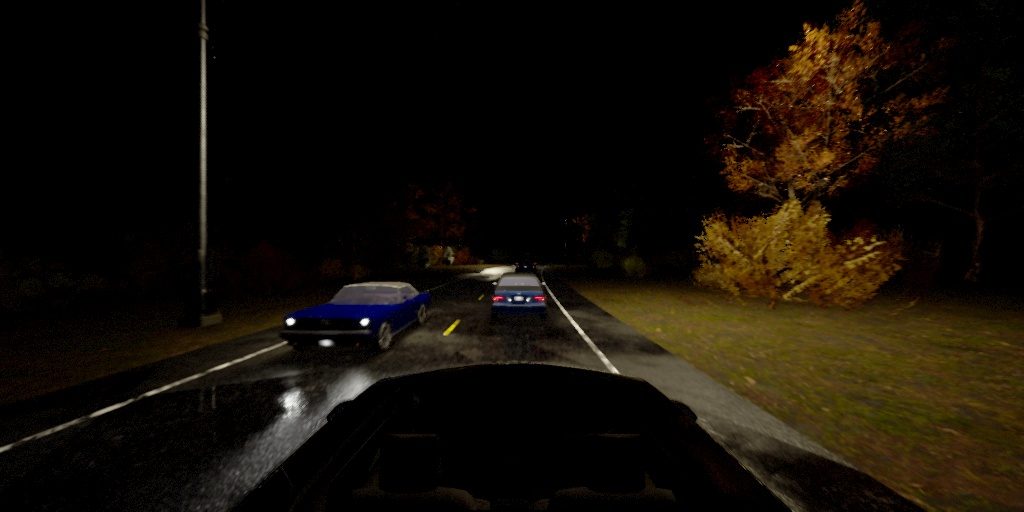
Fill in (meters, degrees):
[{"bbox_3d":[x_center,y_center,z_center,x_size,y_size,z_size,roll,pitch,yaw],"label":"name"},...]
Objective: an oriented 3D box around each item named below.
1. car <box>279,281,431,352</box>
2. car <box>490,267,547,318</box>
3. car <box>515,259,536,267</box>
[{"bbox_3d":[-3.511,1.348,9.041,1.895,1.301,4.718,0,0,1],"label":"car"},{"bbox_3d":[0.258,1.297,13.017,2.033,1.411,5.357,0,0,1],"label":"car"},{"bbox_3d":[1.482,1.097,37.712,2.097,1.767,4.553,0,0,4],"label":"car"}]
